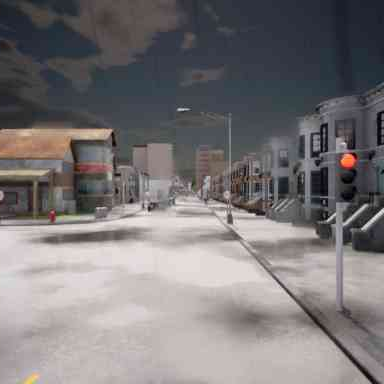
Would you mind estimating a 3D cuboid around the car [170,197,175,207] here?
[{"bbox_3d":[-4.023,1.502,49.454,1.837,1.490,4.892,0,0,0],"label":"car"}]

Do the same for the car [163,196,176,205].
[{"bbox_3d":[-3.971,1.544,59.904,2.033,1.411,5.357,0,0,1],"label":"car"}]

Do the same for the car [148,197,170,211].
[{"bbox_3d":[-4.049,1.562,39.509,1.994,1.385,4.181,0,0,0],"label":"car"}]
